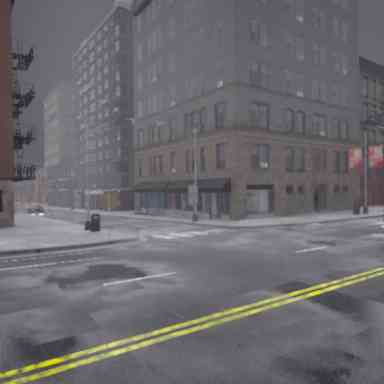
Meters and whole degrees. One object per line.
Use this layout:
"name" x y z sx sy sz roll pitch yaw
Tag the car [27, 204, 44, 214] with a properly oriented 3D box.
"car" -25.130 2.705 53.404 1.994 1.385 4.181 -1 -1 -35
